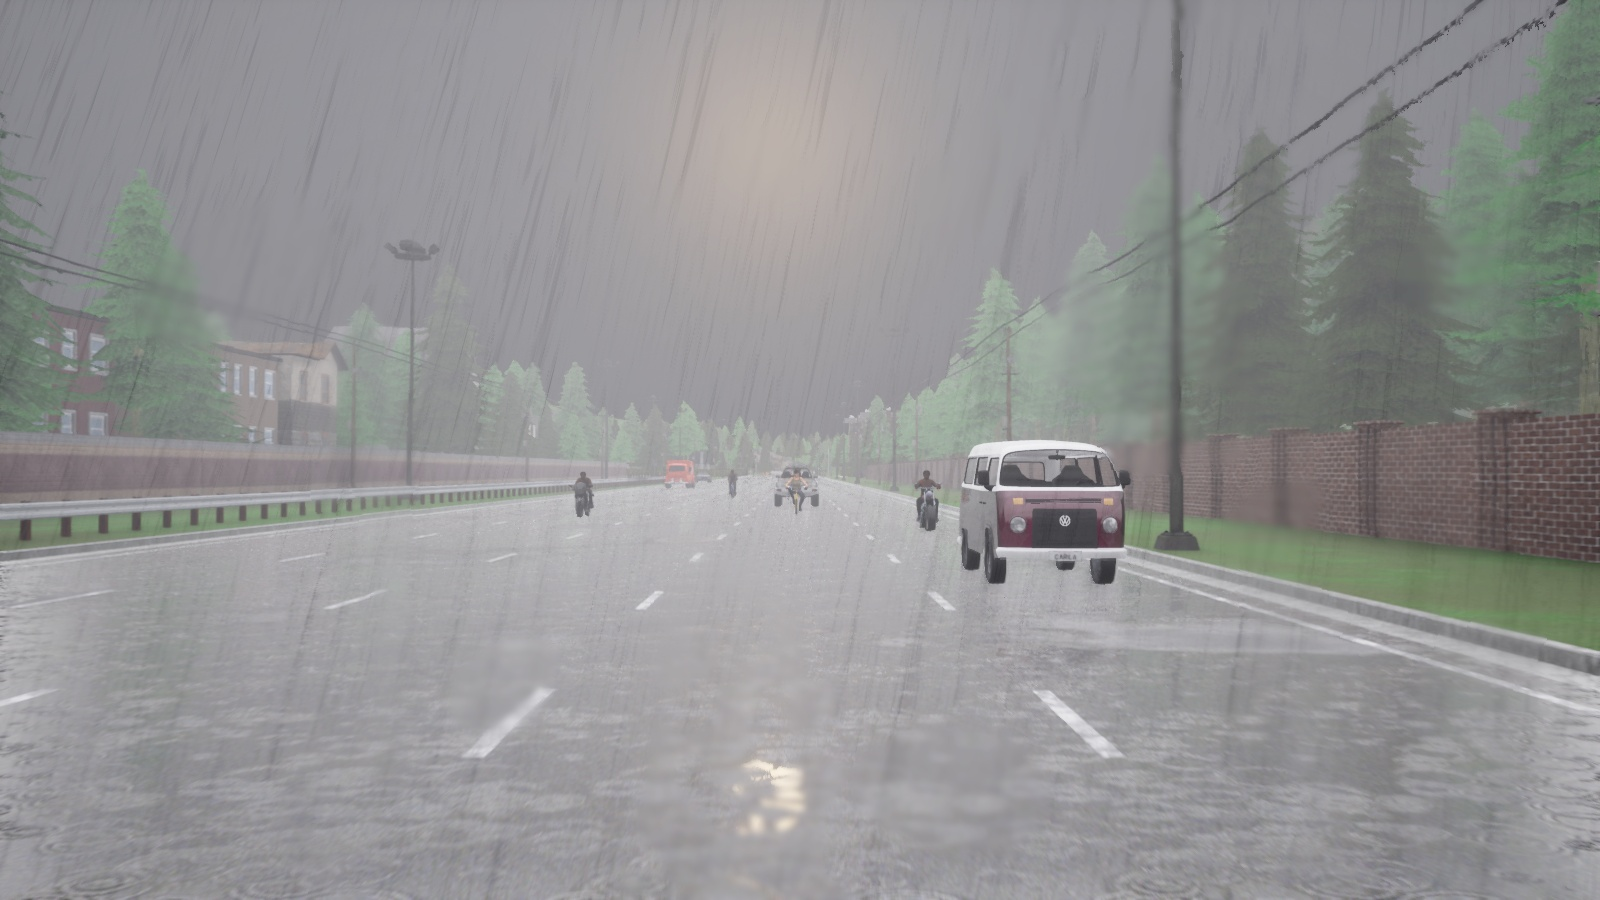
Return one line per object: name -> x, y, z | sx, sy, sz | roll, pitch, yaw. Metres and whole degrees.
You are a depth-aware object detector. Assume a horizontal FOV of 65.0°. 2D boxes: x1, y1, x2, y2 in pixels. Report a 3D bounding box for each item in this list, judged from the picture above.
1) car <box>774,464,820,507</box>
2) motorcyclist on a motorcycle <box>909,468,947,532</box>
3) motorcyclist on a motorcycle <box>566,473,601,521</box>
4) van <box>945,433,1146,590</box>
car -> -0.138, 1.567, 55.788 | 1.932, 1.855, 4.605 | 0, -1, 0
motorcyclist on a motorcycle -> 3.419, 1.314, 33.632 | 0.766, 1.649, 2.350 | 0, -1, 0
motorcyclist on a motorcycle -> -7.099, 1.516, 41.259 | 0.797, 1.523, 2.044 | 0, -1, 0
van -> 3.454, 0.835, 18.583 | 2.069, 2.038, 4.480 | 0, -1, 0
